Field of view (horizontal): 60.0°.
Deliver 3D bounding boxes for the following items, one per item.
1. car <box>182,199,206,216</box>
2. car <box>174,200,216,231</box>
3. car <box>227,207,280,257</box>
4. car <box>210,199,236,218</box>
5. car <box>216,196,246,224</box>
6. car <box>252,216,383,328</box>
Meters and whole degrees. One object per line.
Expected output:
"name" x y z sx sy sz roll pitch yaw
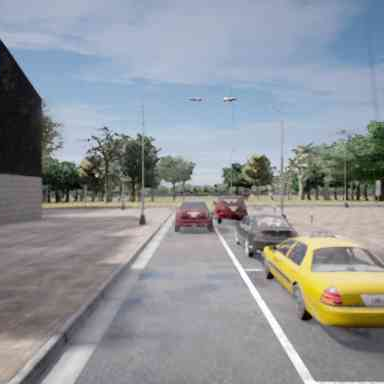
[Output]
"car" 0.256 1.395 31.319 1.994 1.385 4.181 0 0 3
"car" 0.098 1.244 19.630 2.097 1.767 4.553 0 0 0
"car" 2.636 1.480 12.381 2.008 1.369 4.403 0 0 0
"car" 2.634 1.368 29.188 1.752 1.417 4.829 0 0 0
"car" 2.634 1.187 23.471 2.192 1.841 5.009 0 0 0
"car" 2.637 1.482 7.007 1.752 1.417 4.829 0 0 0
